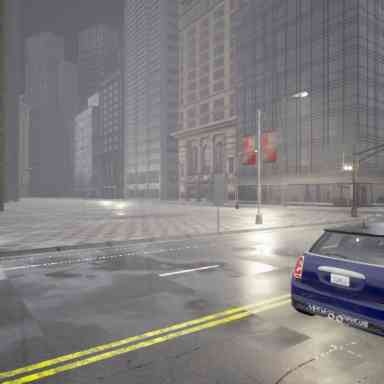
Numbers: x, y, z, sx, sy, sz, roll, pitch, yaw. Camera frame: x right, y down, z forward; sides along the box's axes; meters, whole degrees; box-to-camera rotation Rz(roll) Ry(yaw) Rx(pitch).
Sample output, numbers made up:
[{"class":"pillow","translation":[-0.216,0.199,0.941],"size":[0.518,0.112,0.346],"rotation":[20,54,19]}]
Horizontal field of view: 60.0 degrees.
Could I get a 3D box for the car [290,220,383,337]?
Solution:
[{"class":"car","translation":[3.974,1.352,6.293],"size":[4.553,1.767,2.097],"rotation":[0,0,-36]}]
